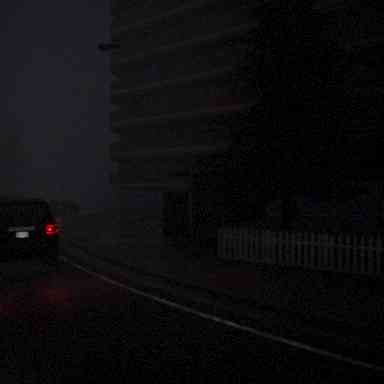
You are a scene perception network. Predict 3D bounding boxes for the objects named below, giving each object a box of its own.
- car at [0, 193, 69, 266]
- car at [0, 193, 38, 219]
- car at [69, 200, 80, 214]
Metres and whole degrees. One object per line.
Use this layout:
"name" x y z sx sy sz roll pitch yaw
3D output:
"car" -5.969 1.190 10.790 2.150 2.045 5.566 0 0 -36
"car" -15.709 1.136 29.053 2.150 2.045 5.566 0 0 -3
"car" -12.160 1.431 31.493 2.128 1.511 4.902 0 0 0
